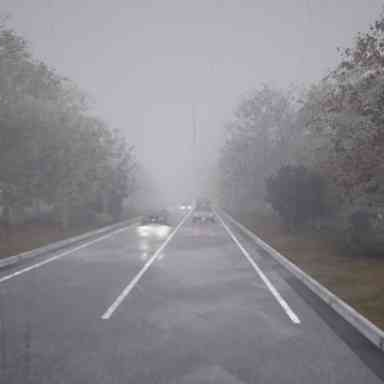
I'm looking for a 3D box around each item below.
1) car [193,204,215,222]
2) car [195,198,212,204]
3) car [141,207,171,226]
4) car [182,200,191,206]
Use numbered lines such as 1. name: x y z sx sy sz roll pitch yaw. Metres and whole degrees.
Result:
1. car: 1.056 2.008 30.286 1.895 1.301 4.718 1 -1 2
2. car: 1.562 1.835 45.597 2.150 2.045 5.566 1 0 2
3. car: -2.753 1.883 26.388 1.994 1.385 4.181 1 -1 2
4. car: -1.153 2.336 72.336 1.895 1.301 4.718 1 0 2
